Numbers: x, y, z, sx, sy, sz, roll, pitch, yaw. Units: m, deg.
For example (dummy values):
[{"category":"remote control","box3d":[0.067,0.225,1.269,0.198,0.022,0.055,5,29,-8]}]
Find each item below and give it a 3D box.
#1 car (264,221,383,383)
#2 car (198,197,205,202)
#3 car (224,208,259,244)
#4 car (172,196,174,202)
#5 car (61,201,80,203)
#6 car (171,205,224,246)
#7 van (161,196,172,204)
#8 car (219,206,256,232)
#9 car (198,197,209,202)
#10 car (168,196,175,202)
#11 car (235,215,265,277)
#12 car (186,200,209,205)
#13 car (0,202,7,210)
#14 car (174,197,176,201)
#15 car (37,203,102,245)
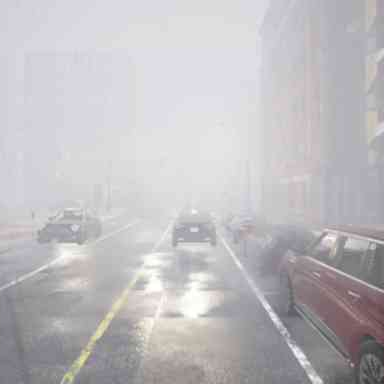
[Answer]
[{"category":"car","box3d":[2.671,1.337,4.483,2.192,1.841,5.009,1,0,0]},{"category":"car","box3d":[2.684,1.987,93.314,1.887,1.381,4.507,1,0,0]},{"category":"car","box3d":[2.665,1.657,15.795,1.802,1.307,4.206,1,0,0]},{"category":"car","box3d":[-5.693,1.943,76.394,1.802,1.307,4.206,1,0,0]},{"category":"car","box3d":[-18.720,1.954,49.829,4.313,1.339,1.947,0,-1,0]},{"category":"car","box3d":[0.097,1.578,15.748,2.163,1.488,4.792,0,0,0]},{"category":"van","box3d":[-5.689,1.675,70.743,1.690,1.788,3.998,1,0,0]},{"category":"car","box3d":[2.834,1.683,21.451,1.802,1.307,4.206,1,0,0]},{"category":"car","box3d":[2.688,1.860,70.875,1.752,1.417,4.829,1,0,0]},{"category":"car","box3d":[-5.696,1.968,93.181,1.752,1.417,4.829,1,0,0]},{"category":"car","box3d":[2.666,1.614,10.139,1.947,1.339,4.313,1,0,0]},{"category":"car","box3d":[0.096,1.683,28.770,2.033,1.411,5.357,0,0,0]},{"category":"car","box3d":[-30.060,2.031,49.874,4.206,1.307,1.802,0,-1,0]},{"category":"car","box3d":[-5.696,1.998,87.698,1.802,1.307,4.206,1,0,0]},{"category":"car","box3d":[-5.680,1.516,15.831,1.967,1.590,4.097,1,0,0]}]
